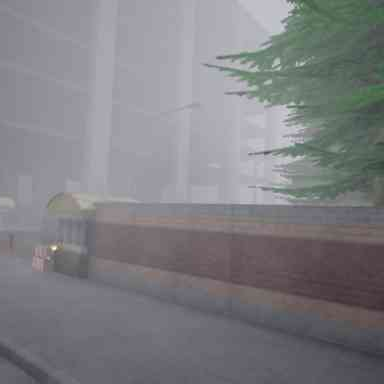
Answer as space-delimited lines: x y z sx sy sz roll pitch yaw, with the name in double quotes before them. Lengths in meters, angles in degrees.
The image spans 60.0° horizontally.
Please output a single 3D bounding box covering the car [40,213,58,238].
"car" -9.131 2.391 23.588 3.866 1.878 1.905 -1 -5 39
